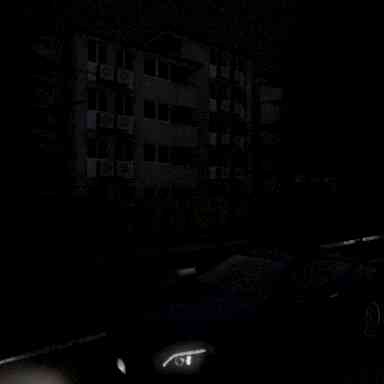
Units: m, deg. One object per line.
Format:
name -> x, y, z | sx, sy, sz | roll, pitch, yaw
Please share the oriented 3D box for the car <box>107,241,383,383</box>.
car -> 1.117, 1.526, 4.872 | 4.674, 1.442, 1.812 | 0, 0, -38
